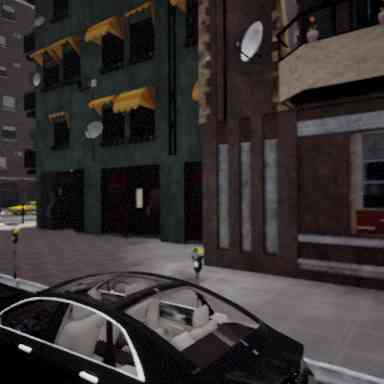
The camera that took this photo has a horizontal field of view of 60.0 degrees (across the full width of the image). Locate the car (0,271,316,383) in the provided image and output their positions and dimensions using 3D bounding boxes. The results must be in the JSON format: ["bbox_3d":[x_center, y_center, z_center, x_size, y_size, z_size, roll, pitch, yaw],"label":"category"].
[{"bbox_3d":[-1.004,1.577,3.590,4.403,1.369,2.008,-1,0,36],"label":"car"}]

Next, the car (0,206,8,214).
[{"bbox_3d":[-19.577,1.667,30.026,2.008,1.369,4.403,0,1,35],"label":"car"}]

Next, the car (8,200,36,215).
[{"bbox_3d":[-16.488,1.567,34.452,1.752,1.417,4.829,0,1,35],"label":"car"}]
